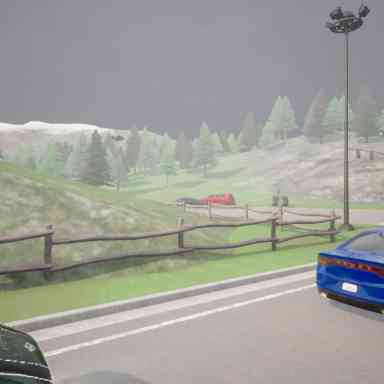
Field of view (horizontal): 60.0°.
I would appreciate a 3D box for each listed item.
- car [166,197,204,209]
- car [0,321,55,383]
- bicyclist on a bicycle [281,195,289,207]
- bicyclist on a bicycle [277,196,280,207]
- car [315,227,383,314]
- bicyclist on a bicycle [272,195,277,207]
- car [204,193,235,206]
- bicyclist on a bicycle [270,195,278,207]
[{"bbox_3d":[-1.253,1.502,46.095,4.892,1.490,1.837,-1,-1,23],"label":"car"},{"bbox_3d":[-3.044,1.351,1.635,4.553,1.767,2.097,0,0,-35],"label":"car"},{"bbox_3d":[13.260,1.302,46.657,0.582,1.620,1.656,0,0,35],"label":"bicyclist on a bicycle"},{"bbox_3d":[12.894,1.302,46.912,0.582,1.620,1.656,0,0,35],"label":"bicyclist on a bicycle"},{"bbox_3d":[4.742,1.478,7.069,5.008,1.535,1.882,0,0,-34],"label":"car"},{"bbox_3d":[12.161,1.302,47.417,0.582,1.620,1.656,0,0,34],"label":"bicyclist on a bicycle"},{"bbox_3d":[3.466,1.218,47.879,5.566,2.045,2.150,0,-1,26],"label":"car"},{"bbox_3d":[11.793,1.302,47.669,0.582,1.620,1.656,0,0,34],"label":"bicyclist on a bicycle"}]
